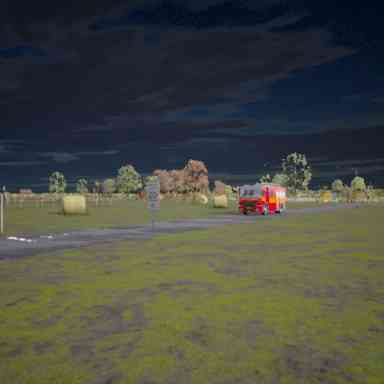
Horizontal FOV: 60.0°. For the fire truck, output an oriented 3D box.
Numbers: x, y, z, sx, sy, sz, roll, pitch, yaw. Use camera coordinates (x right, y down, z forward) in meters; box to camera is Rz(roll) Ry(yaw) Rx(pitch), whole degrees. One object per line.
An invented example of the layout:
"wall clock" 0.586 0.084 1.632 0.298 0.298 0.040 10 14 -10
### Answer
"fire truck" 8.984 0.847 41.748 2.891 3.827 8.468 -1 -1 35
